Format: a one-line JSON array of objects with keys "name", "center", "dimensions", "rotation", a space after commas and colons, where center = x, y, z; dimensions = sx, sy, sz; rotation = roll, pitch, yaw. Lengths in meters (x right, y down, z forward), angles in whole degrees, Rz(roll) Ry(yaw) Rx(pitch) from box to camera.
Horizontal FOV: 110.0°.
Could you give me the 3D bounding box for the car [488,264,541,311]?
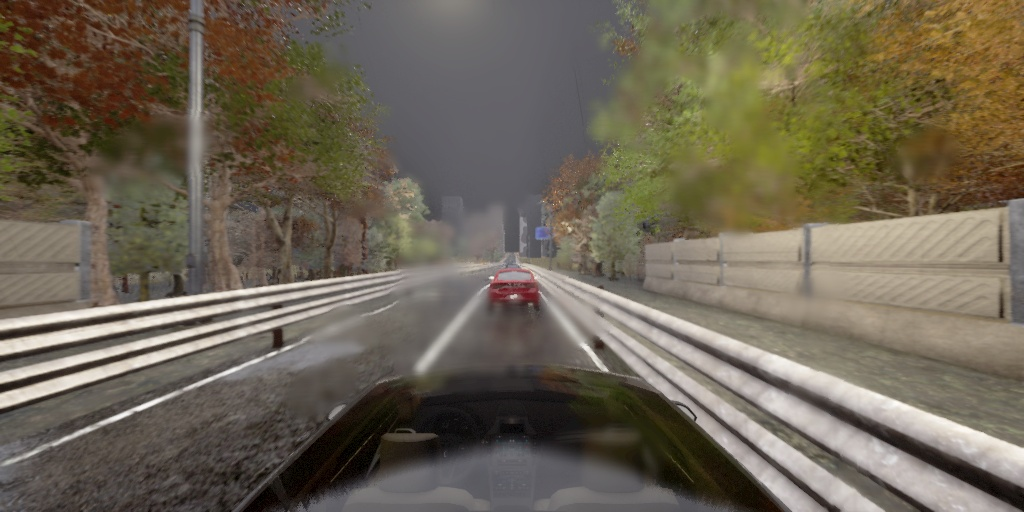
[{"name": "car", "center": [0.095, 1.250, 14.600], "dimensions": [1.882, 1.535, 5.008], "rotation": [0, 0, 0]}]
